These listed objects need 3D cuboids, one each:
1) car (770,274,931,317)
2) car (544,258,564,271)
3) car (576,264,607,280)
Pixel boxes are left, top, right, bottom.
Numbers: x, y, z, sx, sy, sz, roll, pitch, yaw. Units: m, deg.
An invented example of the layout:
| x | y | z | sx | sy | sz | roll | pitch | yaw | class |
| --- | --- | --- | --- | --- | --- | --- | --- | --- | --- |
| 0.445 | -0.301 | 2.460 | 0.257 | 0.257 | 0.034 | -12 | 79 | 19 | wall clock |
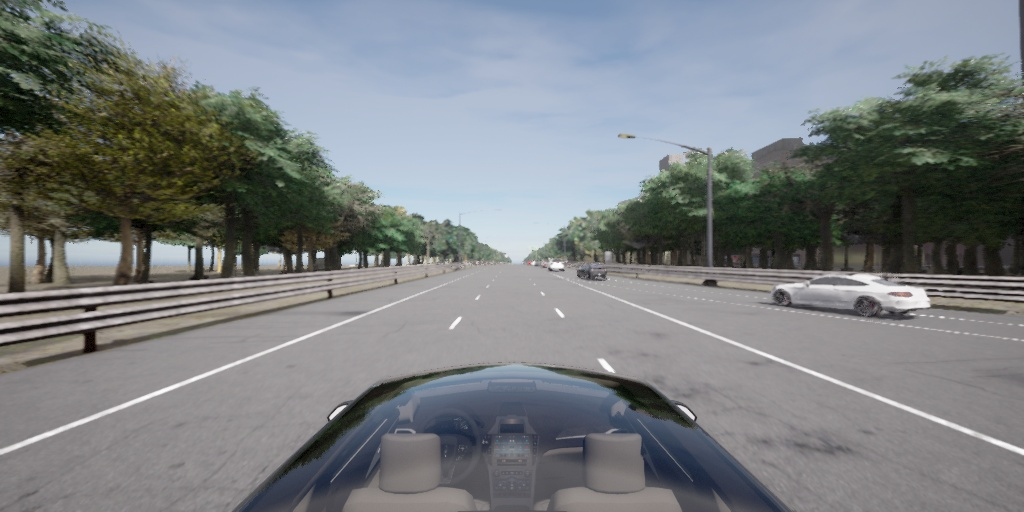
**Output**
| x | y | z | sx | sy | sz | roll | pitch | yaw | class |
| --- | --- | --- | --- | --- | --- | --- | --- | --- | --- |
| 12.639 | 1.407 | 13.845 | 1.812 | 1.442 | 4.674 | 0 | -1 | -19 | car |
| 7.011 | 1.416 | 58.174 | 2.150 | 2.045 | 5.566 | 0 | 0 | 0 | car |
| 7.786 | 1.523 | 35.330 | 2.128 | 1.511 | 4.902 | 0 | 0 | -6 | car |
